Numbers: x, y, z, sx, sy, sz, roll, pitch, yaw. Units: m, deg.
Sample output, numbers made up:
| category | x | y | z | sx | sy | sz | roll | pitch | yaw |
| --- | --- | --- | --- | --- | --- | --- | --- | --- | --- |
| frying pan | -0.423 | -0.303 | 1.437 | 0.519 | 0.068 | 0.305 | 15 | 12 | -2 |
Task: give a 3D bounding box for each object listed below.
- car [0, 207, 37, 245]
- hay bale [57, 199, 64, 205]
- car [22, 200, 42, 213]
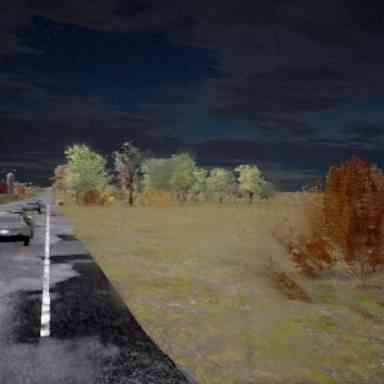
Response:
| category | x | y | z | sx | sy | sz | roll | pitch | yaw |
| --- | --- | --- | --- | --- | --- | --- | --- | --- | --- |
| car | -8.555 | 1.619 | 15.574 | 1.994 | 1.385 | 4.181 | 1 | -1 | -24 |
| hay bale | -26.245 | 2.001 | 66.289 | 1.220 | 1.180 | 1.240 | 2 | 0 | -23 |
| car | -18.694 | 1.654 | 38.887 | 2.128 | 1.511 | 4.902 | 1 | 0 | -23 |
